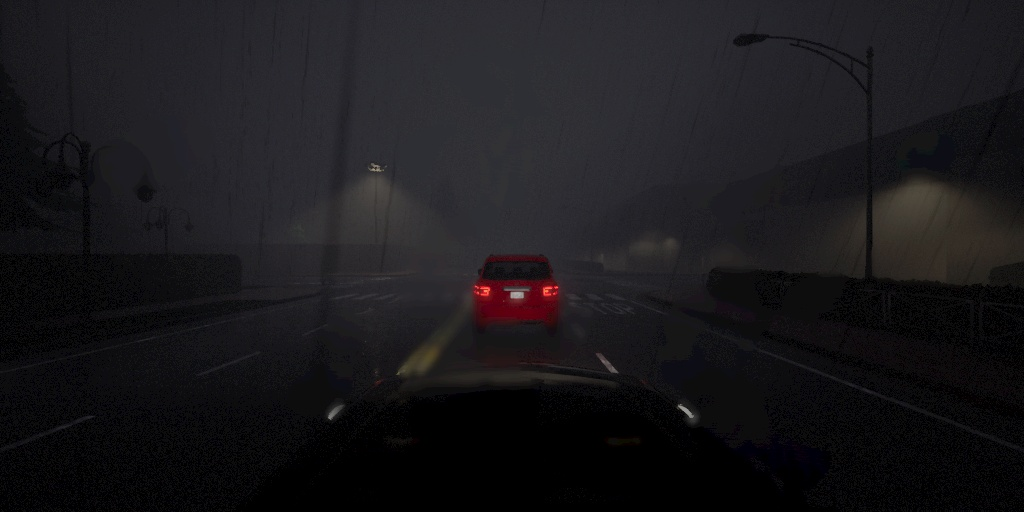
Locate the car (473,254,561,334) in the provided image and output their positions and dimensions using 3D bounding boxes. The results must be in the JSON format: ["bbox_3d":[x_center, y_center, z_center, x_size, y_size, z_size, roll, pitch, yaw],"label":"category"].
[{"bbox_3d":[0.120,0.971,10.727,2.150,2.045,5.566,0,0,0],"label":"car"}]

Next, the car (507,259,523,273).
[{"bbox_3d":[0.350,1.228,45.580,1.882,1.535,5.008,0,0,1],"label":"car"}]
